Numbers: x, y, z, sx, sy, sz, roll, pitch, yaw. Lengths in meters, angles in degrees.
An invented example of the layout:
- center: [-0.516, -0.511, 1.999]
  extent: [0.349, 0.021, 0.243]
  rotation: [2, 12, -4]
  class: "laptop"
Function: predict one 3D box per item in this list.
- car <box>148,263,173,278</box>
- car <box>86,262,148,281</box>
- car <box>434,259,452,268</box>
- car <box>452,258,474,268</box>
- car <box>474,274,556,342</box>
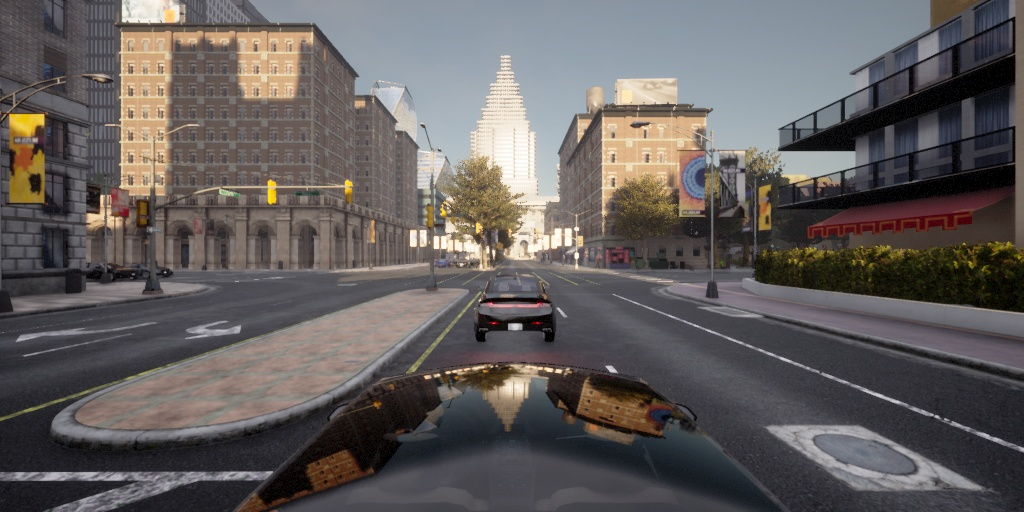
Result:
- center: [-33.633, 1.313, 32.693]
  extent: [4.181, 1.385, 1.994]
  rotation: [0, 0, -1]
  class: "car"
- center: [-33.345, 1.227, 29.200]
  extent: [5.008, 1.535, 1.882]
  rotation: [0, 0, 0]
  class: "car"
- center: [-11.549, 1.226, 60.008]
  extent: [1.882, 1.535, 5.008]
  rotation: [0, 0, 0]
  class: "car"
- center: [-8.052, 1.240, 59.593]
  extent: [2.128, 1.511, 4.902]
  rotation: [0, 0, 0]
  class: "car"
- center: [0.080, 1.241, 9.776]
  extent: [2.128, 1.511, 4.902]
  rotation: [0, 0, 0]
  class: "car"
